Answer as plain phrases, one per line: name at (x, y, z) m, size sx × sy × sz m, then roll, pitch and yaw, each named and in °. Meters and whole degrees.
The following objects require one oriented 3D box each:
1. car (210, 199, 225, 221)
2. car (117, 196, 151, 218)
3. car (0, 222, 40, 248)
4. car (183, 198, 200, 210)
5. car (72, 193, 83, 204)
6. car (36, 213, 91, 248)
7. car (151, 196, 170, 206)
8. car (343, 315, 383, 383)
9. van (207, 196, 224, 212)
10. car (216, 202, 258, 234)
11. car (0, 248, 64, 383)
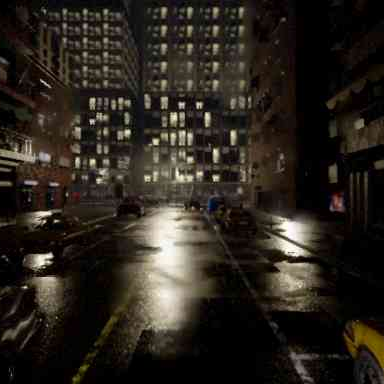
car at (2.565, 1.508, 24.490) m, size 1.752 × 1.417 × 4.829 m, roll 0°, pitch 0°, yaw 0°
car at (-5.315, 1.295, 29.960) m, size 2.192 × 1.841 × 5.009 m, roll 0°, pitch 0°, yaw 0°
car at (-5.312, 1.576, 7.398) m, size 1.802 × 1.307 × 4.206 m, roll 0°, pitch 0°, yaw 0°
car at (-0.028, 1.475, 42.169) m, size 1.837 × 1.490 × 4.892 m, roll 0°, pitch 0°, yaw -4°
car at (-20.882, 1.071, 55.574) m, size 5.009 × 1.841 × 2.192 m, roll 1°, pitch -1°, yaw 0°
car at (-5.313, 1.515, 12.868) m, size 1.752 × 1.417 × 4.829 m, roll 0°, pitch 0°, yaw 0°
car at (-5.650, 1.411, 51.252) m, size 4.902 × 1.511 × 2.128 m, roll 1°, pitch 0°, yaw 28°
car at (2.569, 1.524, 1.929) m, size 1.752 × 1.417 × 4.829 m, roll 0°, pitch 0°, yaw 0°
van at (2.564, 1.319, 35.601) m, size 1.690 × 1.788 × 3.998 m, roll 0°, pitch 0°, yaw 0°
car at (2.566, 1.511, 18.850) m, size 1.752 × 1.417 × 4.829 m, roll 0°, pitch 0°, yaw 0°
car at (-2.843, 1.545, 2.054) m, size 2.033 × 1.411 × 5.357 m, roll 0°, pitch 0°, yaw 0°
